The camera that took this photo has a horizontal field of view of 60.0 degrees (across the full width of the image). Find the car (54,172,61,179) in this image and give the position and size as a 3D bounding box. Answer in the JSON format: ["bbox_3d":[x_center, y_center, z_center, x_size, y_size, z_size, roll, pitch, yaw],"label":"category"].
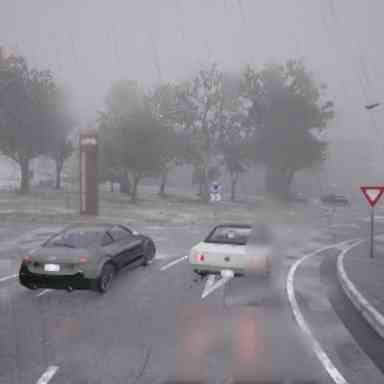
[{"bbox_3d":[-33.100,-3.933,88.076,2.002,1.452,4.674,7,6,28],"label":"car"}]

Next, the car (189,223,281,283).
[{"bbox_3d":[1.510,1.548,9.646,1.895,1.301,4.718,1,1,18],"label":"car"}]

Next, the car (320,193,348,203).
[{"bbox_3d":[20.618,0.881,48.506,1.994,1.385,4.181,0,2,-15],"label":"car"}]

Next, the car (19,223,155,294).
[{"bbox_3d":[-2.453,1.502,8.780,1.994,1.385,4.181,0,1,12],"label":"car"}]

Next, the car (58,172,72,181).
[{"bbox_3d":[-31.102,-3.617,85.803,2.231,1.521,4.892,7,6,28],"label":"car"}]

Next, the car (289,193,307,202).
[{"bbox_3d":[16.021,0.775,52.193,1.994,1.385,4.181,-1,2,-23],"label":"car"}]
